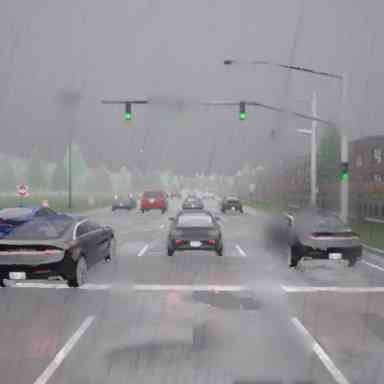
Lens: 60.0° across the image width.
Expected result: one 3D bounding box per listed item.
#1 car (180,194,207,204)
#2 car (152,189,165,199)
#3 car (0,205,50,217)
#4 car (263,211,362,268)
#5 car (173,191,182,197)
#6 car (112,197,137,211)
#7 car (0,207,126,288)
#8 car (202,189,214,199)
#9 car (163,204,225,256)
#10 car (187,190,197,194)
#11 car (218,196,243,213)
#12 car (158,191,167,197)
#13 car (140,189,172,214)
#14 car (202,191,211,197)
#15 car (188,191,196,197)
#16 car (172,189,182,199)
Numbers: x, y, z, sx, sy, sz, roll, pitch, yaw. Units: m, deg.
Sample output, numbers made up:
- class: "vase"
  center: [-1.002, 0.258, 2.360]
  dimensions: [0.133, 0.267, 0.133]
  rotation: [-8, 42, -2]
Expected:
- class: "car"
  center: [0.097, 1.193, 32.019]
  dimensions: [1.994, 1.385, 4.181]
  rotation: [0, 1, 0]
- class: "car"
  center: [-7.007, 0.411, 69.811]
  dimensions: [2.150, 2.045, 5.566]
  rotation: [0, 1, 0]
- class: "car"
  center: [-6.901, 1.311, 14.279]
  dimensions: [1.882, 1.535, 5.008]
  rotation: [0, 1, 0]
- class: "car"
  center: [3.600, 1.366, 10.768]
  dimensions: [2.128, 1.511, 4.902]
  rotation: [0, 1, 0]
- class: "car"
  center: [-3.508, 0.459, 80.202]
  dimensions: [1.994, 1.385, 4.181]
  rotation: [0, 1, 0]
- class: "car"
  center: [-6.904, 1.165, 34.476]
  dimensions: [1.994, 1.385, 4.181]
  rotation: [0, 1, 0]
- class: "car"
  center: [-3.400, 1.388, 8.921]
  dimensions: [2.128, 1.511, 4.902]
  rotation: [0, 1, 0]
- class: "car"
  center: [3.493, 0.411, 69.812]
  dimensions: [2.150, 2.045, 5.566]
  rotation: [0, 1, 0]
- class: "car"
  center: [0.100, 1.381, 12.391]
  dimensions: [1.812, 1.442, 4.674]
  rotation: [0, 1, 0]
- class: "car"
  center: [-0.007, 0.726, 69.785]
  dimensions: [2.033, 1.411, 5.357]
  rotation: [0, 1, 0]
- class: "car"
  center: [3.598, 1.142, 31.395]
  dimensions: [1.837, 1.490, 4.892]
  rotation: [0, 1, 0]
- class: "car"
  center: [-7.008, 0.407, 80.201]
  dimensions: [1.837, 1.490, 4.892]
  rotation: [0, 1, 0]
- class: "car"
  center: [-3.402, 0.864, 30.894]
  dimensions: [2.150, 2.045, 5.566]
  rotation: [0, 1, 0]
- class: "car"
  center: [3.492, 0.407, 80.203]
  dimensions: [1.837, 1.490, 4.892]
  rotation: [0, 1, 0]
- class: "car"
  center: [-0.008, 0.407, 80.202]
  dimensions: [1.837, 1.490, 4.892]
  rotation: [0, 1, 0]
- class: "car"
  center: [-3.507, 0.411, 69.811]
  dimensions: [2.150, 2.045, 5.566]
  rotation: [0, 1, 0]
